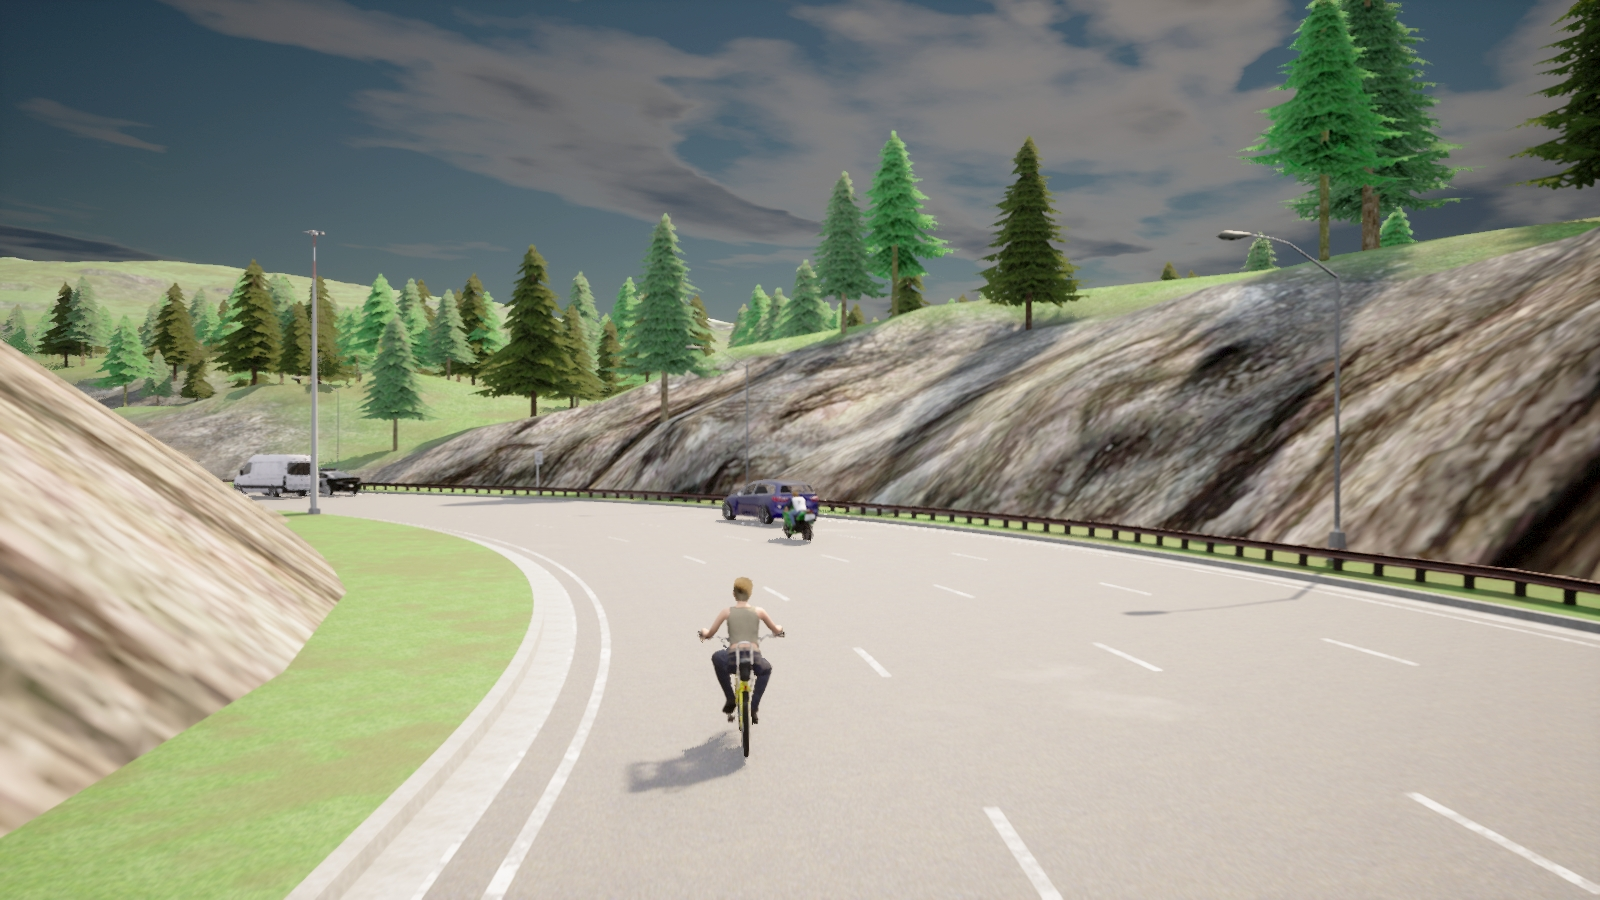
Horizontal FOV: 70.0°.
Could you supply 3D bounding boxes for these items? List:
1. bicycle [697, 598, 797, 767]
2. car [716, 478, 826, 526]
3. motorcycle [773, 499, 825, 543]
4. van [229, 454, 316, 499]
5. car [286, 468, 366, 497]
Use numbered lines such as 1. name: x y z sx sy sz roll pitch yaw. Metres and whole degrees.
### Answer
1. bicycle: -0.534 2.158 10.882 0.859 1.276 1.487 -1 0 -5
2. car: -1.190 1.967 44.556 2.242 1.667 4.611 0 0 -32
3. motorcycle: -0.055 2.185 35.447 0.803 1.199 2.033 -2 1 -25
4. van: -31.719 1.534 68.652 5.915 2.561 1.988 0 0 34
5. car: -29.537 1.983 71.204 5.238 1.638 2.097 0 0 35
